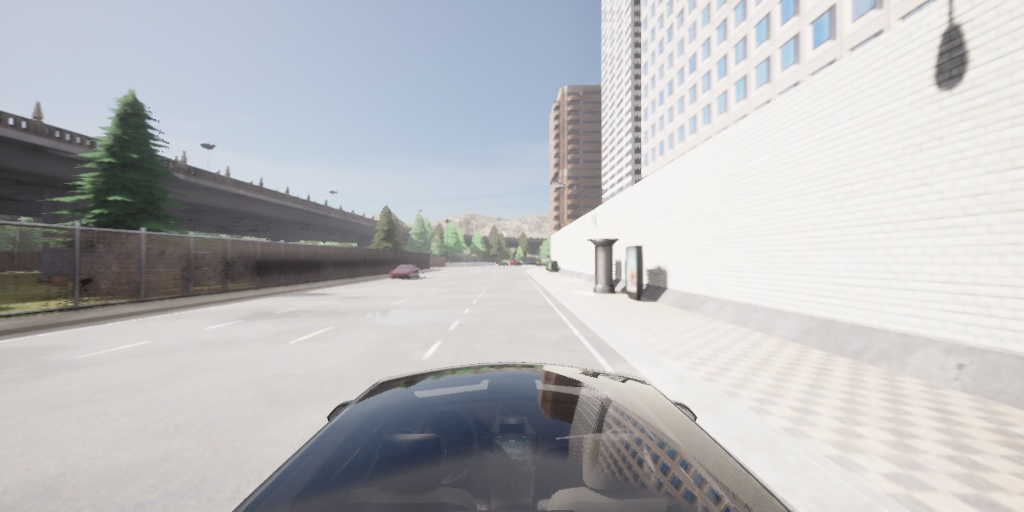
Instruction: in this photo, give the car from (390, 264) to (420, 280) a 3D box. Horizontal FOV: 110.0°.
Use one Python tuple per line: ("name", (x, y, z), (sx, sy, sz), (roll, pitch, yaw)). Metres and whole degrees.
("car", (-10.482, 1.591, 35.441), (1.882, 1.535, 5.008), (0, 1, 0))
